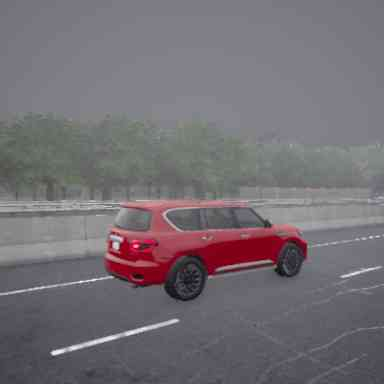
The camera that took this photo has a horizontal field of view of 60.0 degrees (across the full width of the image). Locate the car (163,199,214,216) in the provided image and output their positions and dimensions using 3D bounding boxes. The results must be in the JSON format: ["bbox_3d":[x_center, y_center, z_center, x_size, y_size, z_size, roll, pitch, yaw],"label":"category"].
[{"bbox_3d":[-0.330,1.545,33.804,4.902,1.511,2.128,0,0,-35],"label":"car"}]

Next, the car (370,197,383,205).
[{"bbox_3d":[32.474,1.719,57.056,4.892,1.490,1.837,-1,0,-35],"label":"car"}]

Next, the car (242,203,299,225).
[{"bbox_3d":[6.018,1.614,25.436,4.181,1.385,1.994,0,0,-35],"label":"car"}]

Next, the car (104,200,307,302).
[{"bbox_3d":[0.572,1.231,8.570,5.566,2.045,2.150,0,0,-35],"label":"car"}]

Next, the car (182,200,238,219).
[{"bbox_3d":[1.708,1.544,30.960,4.902,1.511,2.128,0,0,-35],"label":"car"}]

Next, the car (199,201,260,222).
[{"bbox_3d":[3.194,1.526,27.725,5.008,1.535,1.882,0,0,-35],"label":"car"}]
